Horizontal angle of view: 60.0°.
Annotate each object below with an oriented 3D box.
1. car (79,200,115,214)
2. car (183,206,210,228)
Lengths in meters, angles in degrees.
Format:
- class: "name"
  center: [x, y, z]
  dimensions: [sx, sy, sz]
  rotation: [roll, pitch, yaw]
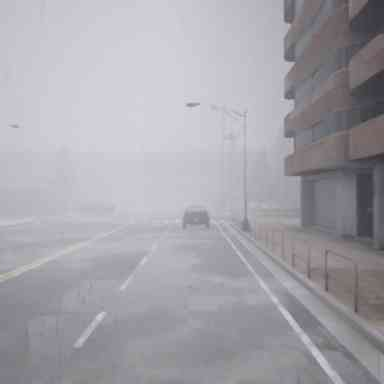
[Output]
- class: "car"
  center: [-12.099, 1.852, 42.174]
  dimensions: [4.553, 1.767, 2.097]
  rotation: [-1, -1, 23]
- class: "car"
  center: [0.302, 1.786, 25.051]
  dimensions: [1.882, 1.535, 5.008]
  rotation: [0, -1, 1]
